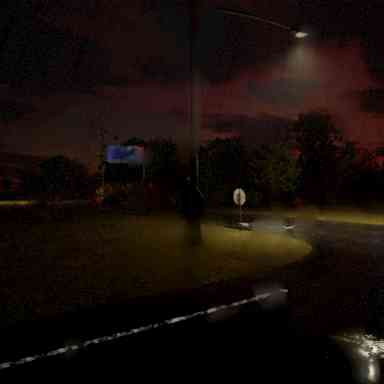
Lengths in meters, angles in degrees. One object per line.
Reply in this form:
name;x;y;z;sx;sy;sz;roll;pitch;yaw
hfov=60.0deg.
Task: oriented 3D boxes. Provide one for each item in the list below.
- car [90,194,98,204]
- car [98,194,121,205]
car;-16.928;1.216;60.449;2.097;1.767;4.553;0;0;-34
car;-13.461;1.228;55.363;2.097;1.767;4.553;0;0;-34
